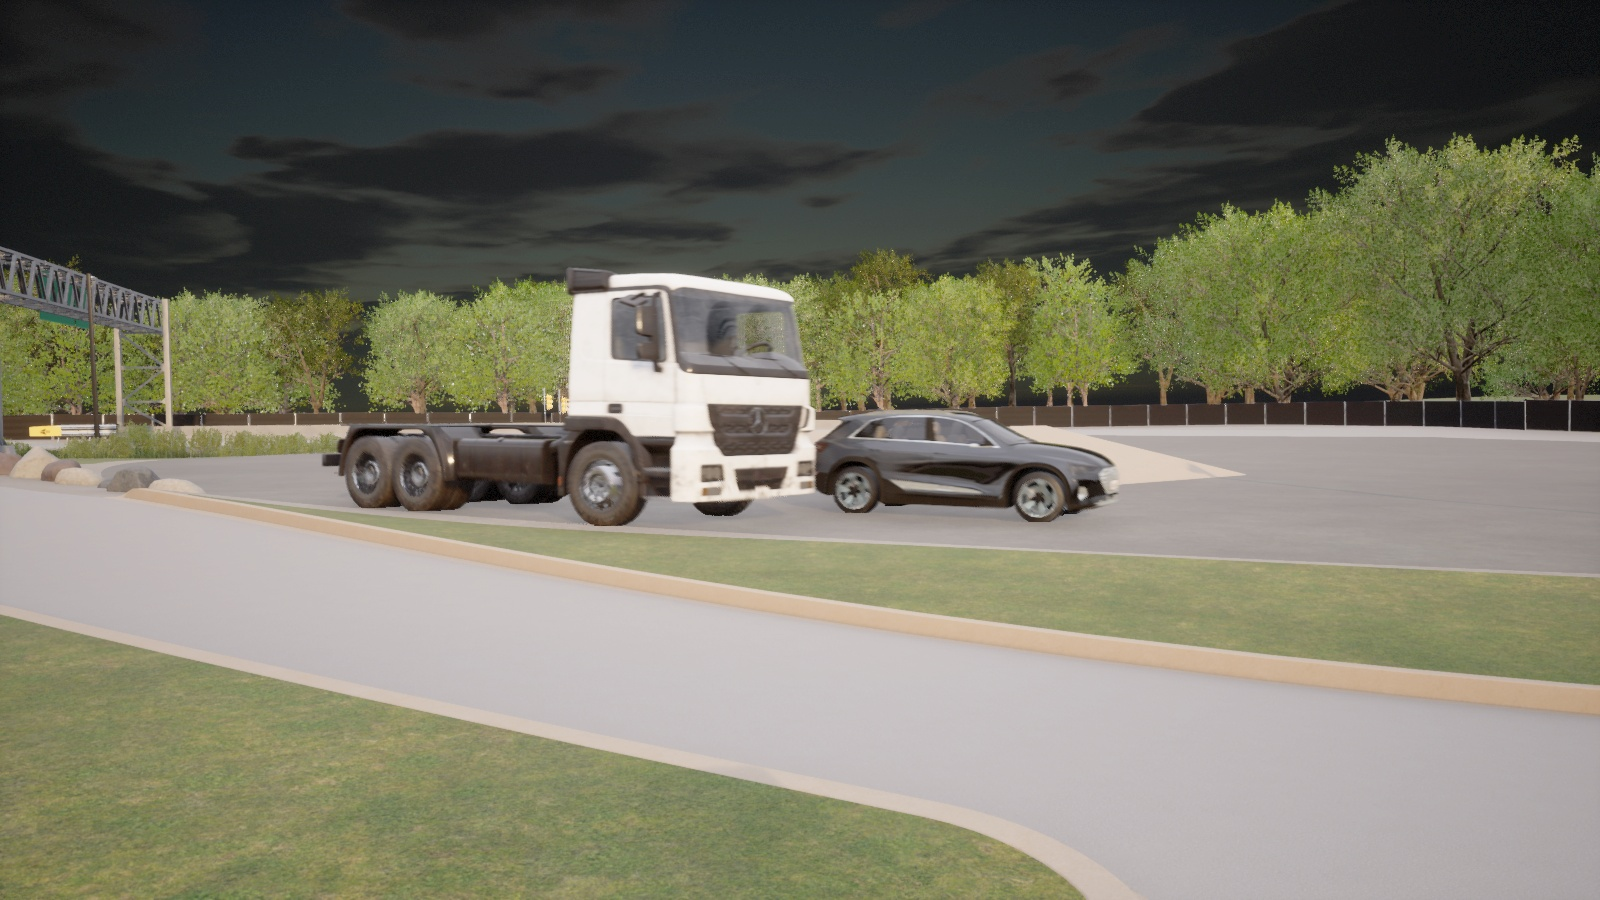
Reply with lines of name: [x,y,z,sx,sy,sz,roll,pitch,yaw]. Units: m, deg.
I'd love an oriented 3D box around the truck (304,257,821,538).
truck: [-3.797,-0.694,18.962,7.936,3.462,2.891,0,2,35]

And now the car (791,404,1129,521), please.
car: [2.495,0.135,19.691,4.856,1.649,2.033,0,2,26]
